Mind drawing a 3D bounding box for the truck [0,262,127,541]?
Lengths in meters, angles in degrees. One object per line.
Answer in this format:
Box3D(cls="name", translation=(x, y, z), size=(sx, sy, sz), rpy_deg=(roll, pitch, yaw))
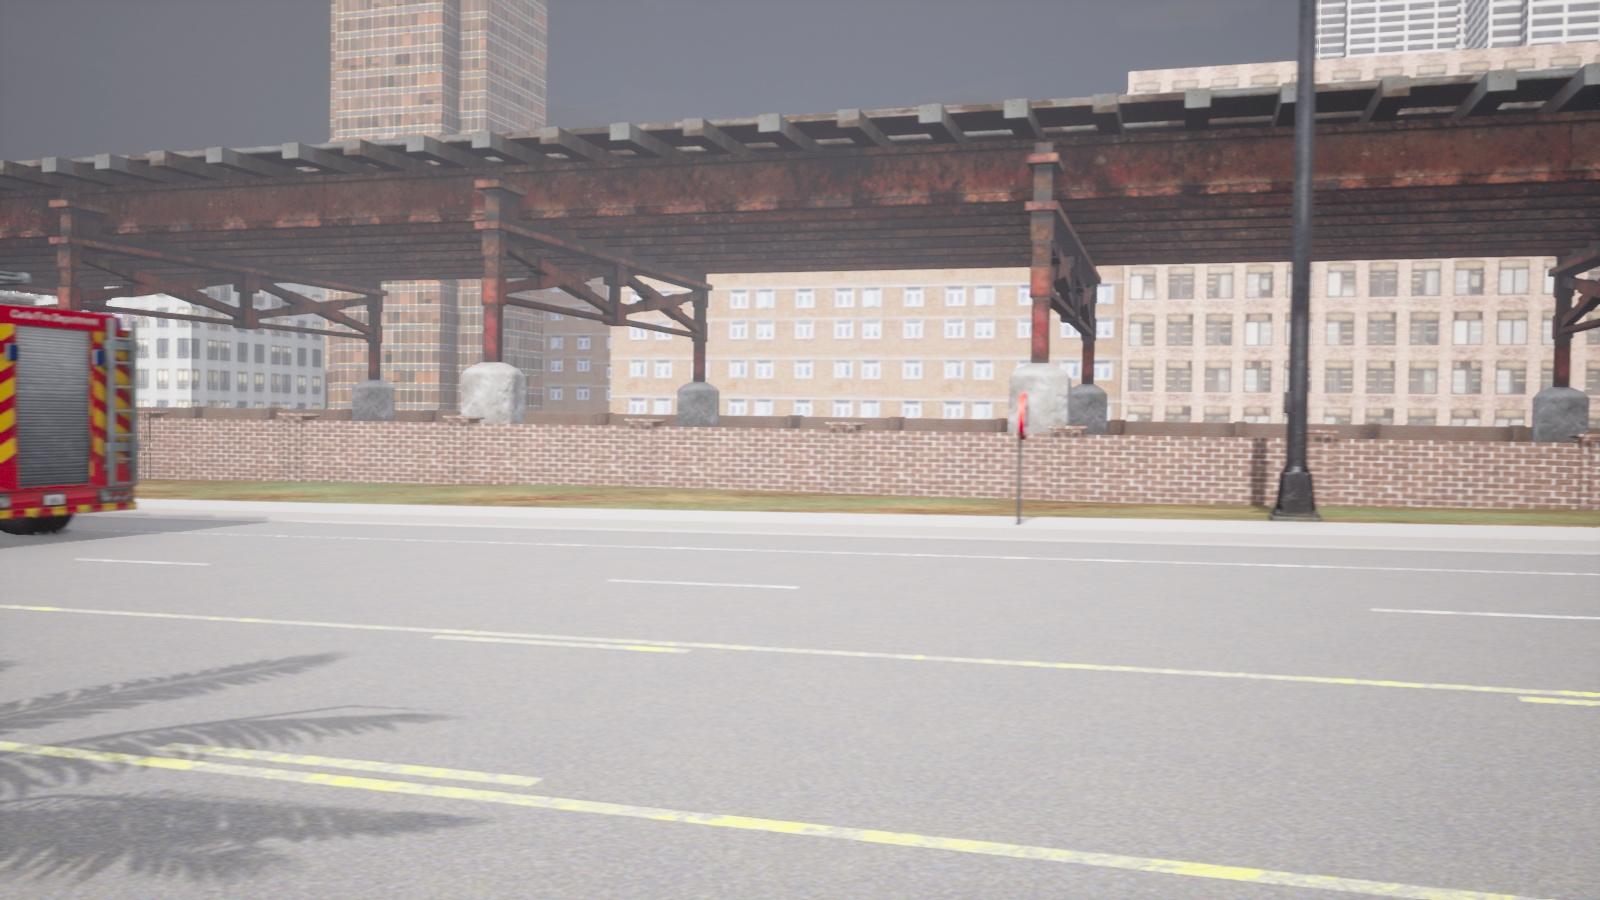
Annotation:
Box3D(cls="truck", translation=(-14.783, -0.732, 19.223), size=(8.468, 3.827, 2.891), rpy_deg=(1, 1, 19))
